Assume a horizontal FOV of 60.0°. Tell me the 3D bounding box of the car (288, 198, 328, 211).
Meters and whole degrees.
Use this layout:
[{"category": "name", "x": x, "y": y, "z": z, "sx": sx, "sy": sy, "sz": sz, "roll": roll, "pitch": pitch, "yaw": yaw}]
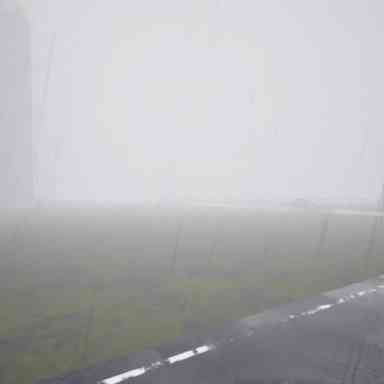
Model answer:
[{"category": "car", "x": 13.469, "y": 1.404, "z": 38.835, "sx": 1.812, "sy": 1.442, "sz": 4.674, "roll": -1, "pitch": 1, "yaw": -40}]
